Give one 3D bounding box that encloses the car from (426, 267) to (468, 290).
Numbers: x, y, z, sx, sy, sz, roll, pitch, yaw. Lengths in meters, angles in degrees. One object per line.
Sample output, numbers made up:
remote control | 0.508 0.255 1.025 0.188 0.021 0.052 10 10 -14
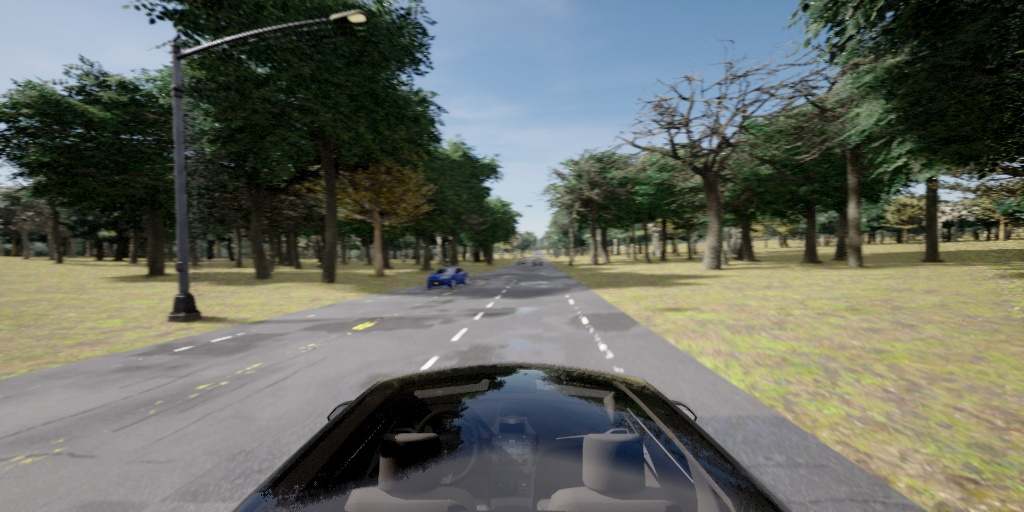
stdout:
car | -4.683 1.551 26.490 1.882 1.535 5.008 -3 0 10
